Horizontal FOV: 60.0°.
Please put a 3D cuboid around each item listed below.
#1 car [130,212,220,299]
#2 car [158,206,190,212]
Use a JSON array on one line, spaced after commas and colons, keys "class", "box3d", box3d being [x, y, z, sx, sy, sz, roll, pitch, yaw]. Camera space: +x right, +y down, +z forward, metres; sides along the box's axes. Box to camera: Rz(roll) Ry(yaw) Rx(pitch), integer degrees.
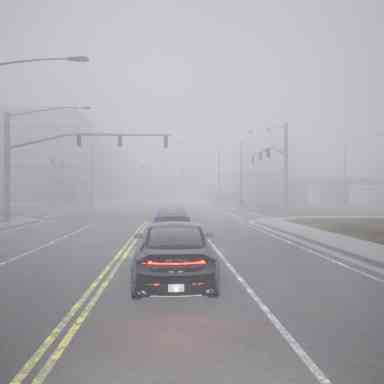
[{"class": "car", "box3d": [-0.445, 1.505, 8.484, 1.837, 1.490, 4.892, 0, 0, -4]}, {"class": "car", "box3d": [-1.086, 1.478, 17.956, 1.882, 1.535, 5.008, 0, 0, -4]}]
